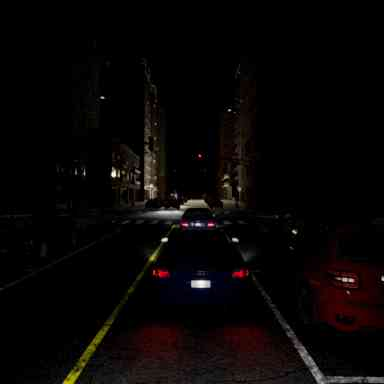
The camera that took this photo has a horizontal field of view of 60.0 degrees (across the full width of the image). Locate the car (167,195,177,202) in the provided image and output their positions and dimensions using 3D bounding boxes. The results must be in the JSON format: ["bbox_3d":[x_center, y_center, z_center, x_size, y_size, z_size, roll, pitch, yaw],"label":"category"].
[{"bbox_3d":[-4.757,1.464,79.071,1.967,1.590,4.097,1,0,1],"label":"car"}]

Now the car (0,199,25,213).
[{"bbox_3d":[-17.364,1.319,29.378,5.008,1.535,1.882,1,-1,1],"label":"car"}]

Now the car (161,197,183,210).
[{"bbox_3d":[-2.504,1.610,43.240,1.895,1.301,4.718,0,0,1],"label":"car"}]

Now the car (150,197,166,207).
[{"bbox_3d":[-5.153,1.556,50.709,1.887,1.381,4.507,1,0,1],"label":"car"}]

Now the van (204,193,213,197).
[{"bbox_3d":[3.532,1.357,61.928,1.690,1.788,3.998,1,0,1],"label":"van"}]

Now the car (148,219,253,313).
[{"bbox_3d":[0.185,1.566,7.772,1.994,1.385,4.181,0,0,1],"label":"car"}]

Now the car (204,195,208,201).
[{"bbox_3d":[3.450,1.595,56.255,1.802,1.307,4.206,1,0,1],"label":"car"}]

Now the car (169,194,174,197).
[{"bbox_3d":[-4.916,1.600,67.726,1.802,1.307,4.206,1,0,1],"label":"car"}]

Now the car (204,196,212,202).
[{"bbox_3d":[3.766,1.606,78.945,1.802,1.307,4.206,1,0,1],"label":"car"}]

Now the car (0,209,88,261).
[{"bbox_3d":[-5.687,1.547,12.396,1.887,1.381,4.507,1,0,1],"label":"car"}]

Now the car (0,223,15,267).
[{"bbox_3d":[-5.767,1.526,6.602,1.752,1.417,4.829,1,0,1],"label":"car"}]

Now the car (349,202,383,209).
[{"bbox_3d":[16.208,1.660,31.920,4.902,1.511,2.128,0,-1,1],"label":"car"}]

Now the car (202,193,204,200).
[{"bbox_3d":[3.611,1.333,67.600,2.192,1.841,5.009,1,0,1],"label":"car"}]

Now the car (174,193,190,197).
[{"bbox_3d":[-2.039,1.374,69.629,2.097,1.767,4.553,0,0,1],"label":"car"}]

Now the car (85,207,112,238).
[{"bbox_3d":[-5.611,1.529,17.850,1.752,1.417,4.829,1,0,1],"label":"car"}]

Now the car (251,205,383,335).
[{"bbox_3d":[2.762,1.316,6.644,2.192,1.841,5.009,1,0,1],"label":"car"}]

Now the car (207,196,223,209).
[{"bbox_3d":[3.293,1.592,44.909,1.802,1.307,4.206,1,0,1],"label":"car"}]

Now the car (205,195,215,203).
[{"bbox_3d":[3.371,1.593,50.582,1.802,1.307,4.206,1,0,1],"label":"car"}]

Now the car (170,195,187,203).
[{"bbox_3d":[-2.303,1.614,56.724,1.895,1.301,4.718,0,0,1],"label":"car"}]

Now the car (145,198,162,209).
[{"bbox_3d":[-5.232,1.554,45.037,1.887,1.381,4.507,1,0,1],"label":"car"}]

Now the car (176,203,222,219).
[{"bbox_3d":[0.292,1.551,17.836,2.033,1.411,5.357,0,0,0],"label":"car"}]

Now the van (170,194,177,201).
[{"bbox_3d":[-4.677,1.369,84.743,1.690,1.788,3.998,1,0,1],"label":"van"}]
